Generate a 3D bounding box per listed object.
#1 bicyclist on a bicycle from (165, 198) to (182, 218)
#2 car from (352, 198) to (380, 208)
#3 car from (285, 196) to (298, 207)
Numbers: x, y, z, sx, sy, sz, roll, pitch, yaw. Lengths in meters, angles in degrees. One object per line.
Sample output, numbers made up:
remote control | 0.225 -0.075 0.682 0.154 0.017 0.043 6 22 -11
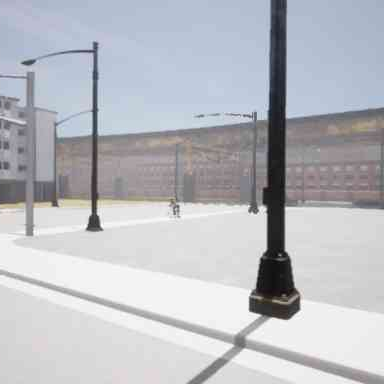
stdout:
bicyclist on a bicycle | -1.507 1.304 26.869 1.656 1.620 0.582 1 0 34
car | 26.335 1.650 49.311 4.674 1.442 1.812 1 0 18
car | 13.758 1.336 50.400 4.553 1.767 2.097 1 0 -13
